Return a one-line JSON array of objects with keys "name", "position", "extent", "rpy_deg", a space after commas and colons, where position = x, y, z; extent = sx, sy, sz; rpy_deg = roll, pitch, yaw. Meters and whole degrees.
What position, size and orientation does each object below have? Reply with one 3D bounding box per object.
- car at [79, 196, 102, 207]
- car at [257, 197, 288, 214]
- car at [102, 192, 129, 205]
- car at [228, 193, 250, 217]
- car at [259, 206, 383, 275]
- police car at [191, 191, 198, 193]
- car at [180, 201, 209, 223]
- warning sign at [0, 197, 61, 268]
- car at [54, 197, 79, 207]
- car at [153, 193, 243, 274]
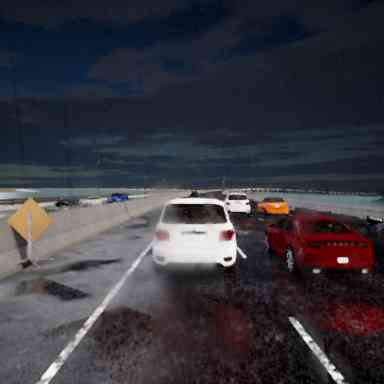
[{"name": "car", "position": [-13.674, 1.331, 46.280], "extent": [1.812, 1.442, 4.674], "rpy_deg": [0, 0, 1]}, {"name": "car", "position": [7.271, 1.229, 30.333], "extent": [2.097, 1.767, 4.553], "rpy_deg": [0, 0, 1]}, {"name": "car", "position": [-10.182, 1.028, 46.004], "extent": [2.150, 2.045, 5.566], "rpy_deg": [0, 0, 1]}, {"name": "car", "position": [3.764, 1.100, 29.673], "extent": [2.150, 2.045, 5.566], "rpy_deg": [0, 0, 1]}, {"name": "car", "position": [3.589, 1.437, 10.327], "extent": [1.882, 1.535, 5.008], "rpy_deg": [0, 0, 1]}, {"name": "police car", "position": [0.433, 1.001, 89.253], "extent": [1.930, 1.638, 5.238], "rpy_deg": [0, 0, 2]}, {"name": "car", "position": [0.202, 1.444, 25.714], "extent": [2.033, 1.411, 5.357], "rpy_deg": [0, 0, 1]}, {"name": "warning sign", "position": [-4.537, 1.079, 9.299], "extent": [1.300, 1.860, 1.060], "rpy_deg": [0, 0, 0]}, {"name": "car", "position": [-17.179, 1.353, 46.311], "extent": [2.033, 1.411, 5.357], "rpy_deg": [0, 0, 1]}, {"name": "car", "position": [0.092, 1.183, 10.538], "extent": [2.150, 2.045, 5.566], "rpy_deg": [0, 1, 1]}]
